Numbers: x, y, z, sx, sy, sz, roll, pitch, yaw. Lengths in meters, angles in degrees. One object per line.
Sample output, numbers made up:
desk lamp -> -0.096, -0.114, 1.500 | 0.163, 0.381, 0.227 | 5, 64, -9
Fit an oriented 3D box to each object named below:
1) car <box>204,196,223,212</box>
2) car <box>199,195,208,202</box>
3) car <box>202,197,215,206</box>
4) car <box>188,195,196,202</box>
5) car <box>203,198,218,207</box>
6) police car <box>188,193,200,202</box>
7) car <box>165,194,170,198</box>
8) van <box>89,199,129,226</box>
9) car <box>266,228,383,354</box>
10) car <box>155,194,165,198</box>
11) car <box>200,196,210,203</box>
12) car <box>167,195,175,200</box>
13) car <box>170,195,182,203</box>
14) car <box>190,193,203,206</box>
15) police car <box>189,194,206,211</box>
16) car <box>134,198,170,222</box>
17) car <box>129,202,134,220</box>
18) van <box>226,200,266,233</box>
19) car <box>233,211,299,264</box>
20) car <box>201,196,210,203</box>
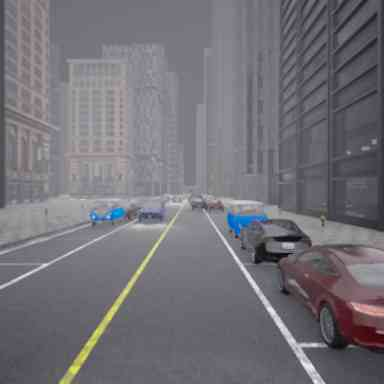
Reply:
car -> 2.769, 1.563, 39.839 | 1.887, 1.381, 4.507 | 0, 0, 0
car -> 2.779, 1.455, 79.325 | 1.967, 1.590, 4.097 | 0, 0, 0
car -> 2.773, 1.587, 56.761 | 1.947, 1.339, 4.313 | 0, 0, 0
car -> 0.017, 1.485, 75.133 | 1.837, 1.490, 4.892 | 0, 0, 0
car -> 2.772, 1.572, 51.120 | 2.008, 1.369, 4.403 | 0, 0, 0
police car -> 0.784, 1.446, 51.657 | 1.930, 1.638, 5.238 | 0, 0, -2
car -> -5.750, 1.587, 62.403 | 1.947, 1.339, 4.313 | 0, 0, 0
van -> -5.761, 1.352, 22.916 | 1.690, 1.788, 3.998 | 0, 0, 0
car -> 2.762, 1.585, 5.995 | 1.802, 1.307, 4.206 | 0, 0, 0
car -> -5.754, 1.461, 51.120 | 1.967, 1.590, 4.097 | 0, 0, 0
car -> 2.778, 1.568, 73.683 | 2.008, 1.369, 4.403 | 0, 0, 0
car -> -5.744, 1.559, 90.607 | 2.008, 1.369, 4.403 | 0, 0, 0
car -> -2.985, 1.533, 68.640 | 2.128, 1.511, 4.902 | 0, 0, 0
car -> 0.690, 1.244, 57.605 | 2.150, 2.045, 5.566 | 0, 0, 0
police car -> 0.897, 1.446, 41.685 | 1.930, 1.638, 5.238 | 0, 0, 0
car -> -3.092, 1.490, 26.740 | 1.882, 1.535, 5.008 | 0, 0, 0
car -> -5.759, 1.558, 28.557 | 1.887, 1.381, 4.507 | 0, 0, 0
van -> 2.763, 1.350, 17.276 | 1.690, 1.788, 3.998 | 0, 0, 0
car -> 2.763, 1.572, 11.636 | 1.947, 1.339, 4.313 | 0, 0, 0
car -> 2.776, 1.545, 68.212 | 1.752, 1.417, 4.829 | 0, 0, 0
